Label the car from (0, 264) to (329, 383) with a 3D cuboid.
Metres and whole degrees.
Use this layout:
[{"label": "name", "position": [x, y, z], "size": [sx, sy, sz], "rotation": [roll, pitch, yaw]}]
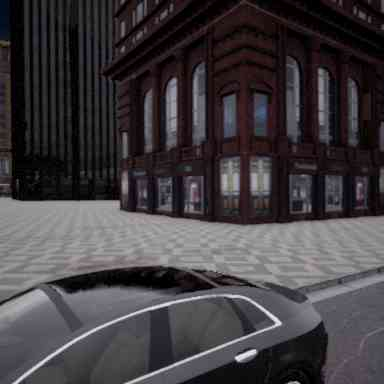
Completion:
[{"label": "car", "position": [-0.823, 1.511, 2.792], "size": [4.892, 1.490, 1.837], "rotation": [1, 0, -35]}]
